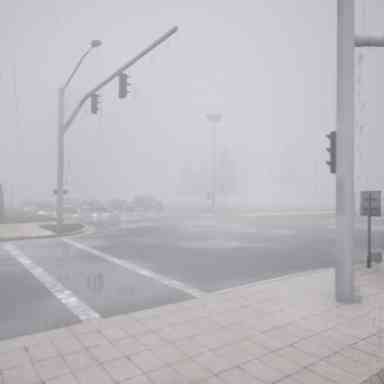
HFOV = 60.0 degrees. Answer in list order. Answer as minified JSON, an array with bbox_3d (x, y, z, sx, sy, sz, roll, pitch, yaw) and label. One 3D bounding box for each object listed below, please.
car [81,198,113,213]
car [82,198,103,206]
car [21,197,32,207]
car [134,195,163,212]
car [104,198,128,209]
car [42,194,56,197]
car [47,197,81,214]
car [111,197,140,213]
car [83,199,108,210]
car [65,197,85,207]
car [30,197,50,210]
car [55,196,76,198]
[{"bbox_3d":[-11.626,1.696,39.123,2.033,1.411,5.357,1,0,-36],"label":"car"},{"bbox_3d":[-17.993,1.773,59.826,2.033,1.411,5.357,1,0,-36],"label":"car"},{"bbox_3d":[-25.710,1.612,52.554,1.837,1.490,4.892,1,0,-36],"label":"car"},{"bbox_3d":[-5.855,1.448,43.097,2.150,2.045,5.566,1,0,-36],"label":"car"},{"bbox_3d":[-11.836,1.730,51.308,1.837,1.490,4.892,1,0,-36],"label":"car"},{"bbox_3d":[-23.803,1.368,55.901,2.150,2.045,5.566,1,0,-36],"label":"car"},{"bbox_3d":[-14.209,1.635,36.729,1.812,1.442,4.674,1,0,-36],"label":"car"},{"bbox_3d":[-8.679,1.692,41.020,1.837,1.490,4.892,1,0,-36],"label":"car"},{"bbox_3d":[-14.089,1.787,48.447,1.895,1.301,4.718,1,0,-36],"label":"car"},{"bbox_3d":[-19.927,1.691,56.512,1.837,1.490,4.892,1,0,-36],"label":"car"},{"bbox_3d":[-19.609,1.709,44.138,1.895,1.301,4.718,1,0,-36],"label":"car"},{"bbox_3d":[-17.525,1.652,47.226,1.837,1.490,4.892,1,0,-36],"label":"car"}]
